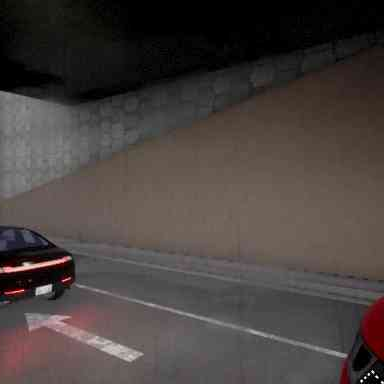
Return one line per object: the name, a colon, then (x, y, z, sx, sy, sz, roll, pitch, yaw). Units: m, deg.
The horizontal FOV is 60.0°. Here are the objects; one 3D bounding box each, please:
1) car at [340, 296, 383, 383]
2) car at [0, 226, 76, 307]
car: (3.627, 1.222, 1.357, 5.566, 2.045, 2.150, 0, 0, 35)
car: (-4.550, 1.491, 7.215, 4.902, 1.511, 2.128, 0, 0, 36)
